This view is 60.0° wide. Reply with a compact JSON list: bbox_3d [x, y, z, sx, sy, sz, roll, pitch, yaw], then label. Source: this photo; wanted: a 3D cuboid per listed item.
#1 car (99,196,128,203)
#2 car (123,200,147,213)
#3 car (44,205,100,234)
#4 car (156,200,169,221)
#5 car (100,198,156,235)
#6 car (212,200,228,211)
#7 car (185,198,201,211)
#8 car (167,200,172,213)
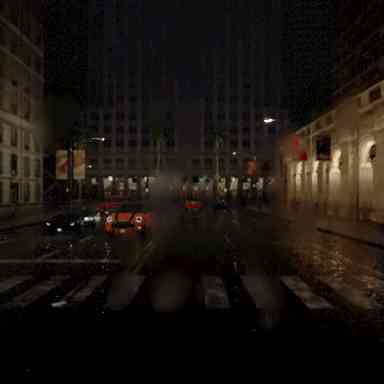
[{"bbox_3d":[-7.005,1.375,30.342,2.150,2.045,5.566,0,0,1],"label":"car"},{"bbox_3d":[-6.862,1.754,40.768,2.033,1.411,5.357,0,0,1],"label":"car"},{"bbox_3d":[-7.100,1.651,20.466,2.033,1.411,5.357,0,0,0],"label":"car"},{"bbox_3d":[-3.533,1.694,29.007,2.033,1.411,5.357,0,0,1],"label":"car"},{"bbox_3d":[-3.593,1.451,19.536,2.097,1.767,4.553,0,0,0],"label":"car"},{"bbox_3d":[3.686,1.773,44.458,2.033,1.411,5.357,0,0,1],"label":"car"},{"bbox_3d":[0.204,1.581,45.297,2.097,1.767,4.553,0,0,1],"label":"car"},{"bbox_3d":[-3.379,1.689,39.106,2.128,1.511,4.902,0,0,1],"label":"car"}]
